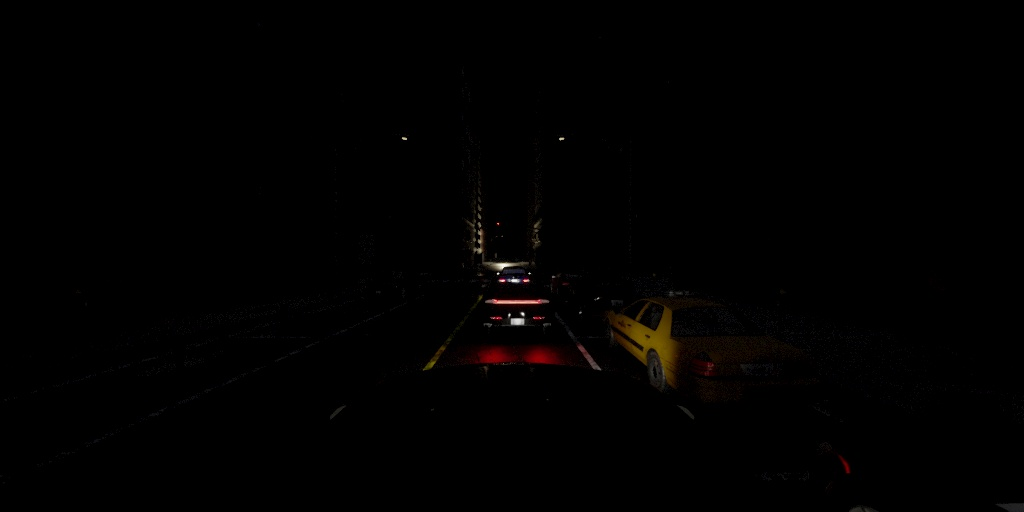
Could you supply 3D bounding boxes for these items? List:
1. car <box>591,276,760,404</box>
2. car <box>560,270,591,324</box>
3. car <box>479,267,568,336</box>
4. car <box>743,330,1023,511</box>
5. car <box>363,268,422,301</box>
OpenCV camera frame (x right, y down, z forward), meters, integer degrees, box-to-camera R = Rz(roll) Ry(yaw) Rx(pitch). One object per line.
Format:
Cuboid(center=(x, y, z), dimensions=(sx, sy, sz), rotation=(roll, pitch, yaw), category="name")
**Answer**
Cuboid(center=(2.877, 1.274, 6.425), dimensions=(1.751, 1.417, 4.829), rotation=(0, 0, 0), category="car")
Cuboid(center=(2.880, 1.312, 11.841), dimensions=(1.948, 1.339, 4.313), rotation=(0, 0, 0), category="car")
Cuboid(center=(0.108, 1.239, 10.367), dimensions=(2.128, 1.511, 4.902), rotation=(0, 0, 0), category="car")
Cuboid(center=(2.872, 1.301, 0.669), dimensions=(2.007, 1.370, 4.403), rotation=(0, 0, 0), category="car")
Cuboid(center=(-5.661, 1.289, 17.430), dimensions=(1.888, 1.381, 4.507), rotation=(0, 0, 0), category="car")
